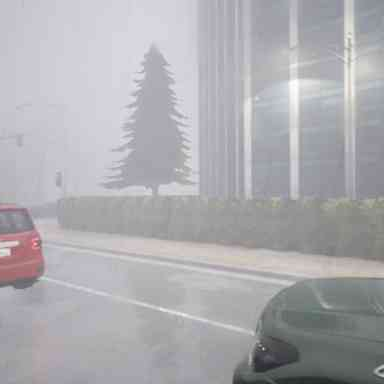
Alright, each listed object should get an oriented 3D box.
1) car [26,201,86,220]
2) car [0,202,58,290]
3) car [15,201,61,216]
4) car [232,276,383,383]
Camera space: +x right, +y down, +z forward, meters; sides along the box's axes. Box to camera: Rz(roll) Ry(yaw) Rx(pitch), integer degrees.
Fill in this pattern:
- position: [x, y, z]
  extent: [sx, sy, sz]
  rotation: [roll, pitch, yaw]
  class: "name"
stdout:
- position: [-12.454, 1.667, 30.767]
  extent: [1.837, 1.490, 4.892]
  rotation: [0, 0, 36]
  class: "car"
- position: [-5.784, 1.277, 8.057]
  extent: [5.566, 2.045, 2.150]
  rotation: [0, 0, 38]
  class: "car"
- position: [-16.941, 1.768, 36.827]
  extent: [1.994, 1.385, 4.181]
  rotation: [0, 0, 36]
  class: "car"
- position: [2.982, 1.213, 1.864]
  extent: [5.566, 2.045, 2.150]
  rotation: [0, 0, 36]
  class: "car"
